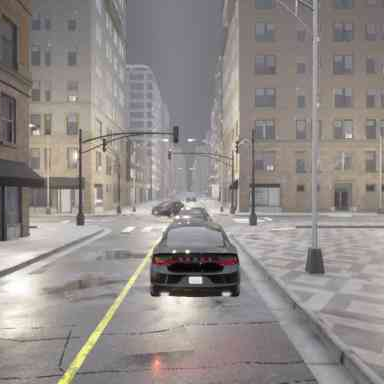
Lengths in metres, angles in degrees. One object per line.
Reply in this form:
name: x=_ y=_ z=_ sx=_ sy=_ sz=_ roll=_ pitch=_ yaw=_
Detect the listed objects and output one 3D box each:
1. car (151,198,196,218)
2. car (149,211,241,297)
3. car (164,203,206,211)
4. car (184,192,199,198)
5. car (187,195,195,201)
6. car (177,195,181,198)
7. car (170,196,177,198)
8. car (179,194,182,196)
car: x=-1.612 y=1.522 z=29.233 sx=1.812 sy=1.442 sz=4.674 roll=1 pitch=1 yaw=37
car: x=0.059 y=1.477 z=8.618 sx=1.882 sy=1.535 sz=5.008 roll=0 pitch=0 yaw=0
car: x=0.073 y=1.546 z=18.428 sx=2.033 sy=1.411 sz=5.357 roll=0 pitch=0 yaw=5
car: x=-0.142 y=1.350 z=70.285 sx=2.097 sy=1.767 sz=4.553 roll=0 pitch=0 yaw=0
car: x=-0.163 y=1.450 z=80.339 sx=1.837 sy=1.490 sz=4.892 roll=0 pitch=0 yaw=0
car: x=-3.159 y=1.544 z=49.527 sx=2.033 sy=1.411 sz=5.357 roll=0 pitch=0 yaw=0
car: x=-3.172 y=1.474 z=39.796 sx=1.882 sy=1.535 sz=5.008 roll=0 pitch=0 yaw=-1
car: x=-3.179 y=1.501 z=59.701 sx=1.837 sy=1.490 sz=4.892 roll=0 pitch=0 yaw=0
